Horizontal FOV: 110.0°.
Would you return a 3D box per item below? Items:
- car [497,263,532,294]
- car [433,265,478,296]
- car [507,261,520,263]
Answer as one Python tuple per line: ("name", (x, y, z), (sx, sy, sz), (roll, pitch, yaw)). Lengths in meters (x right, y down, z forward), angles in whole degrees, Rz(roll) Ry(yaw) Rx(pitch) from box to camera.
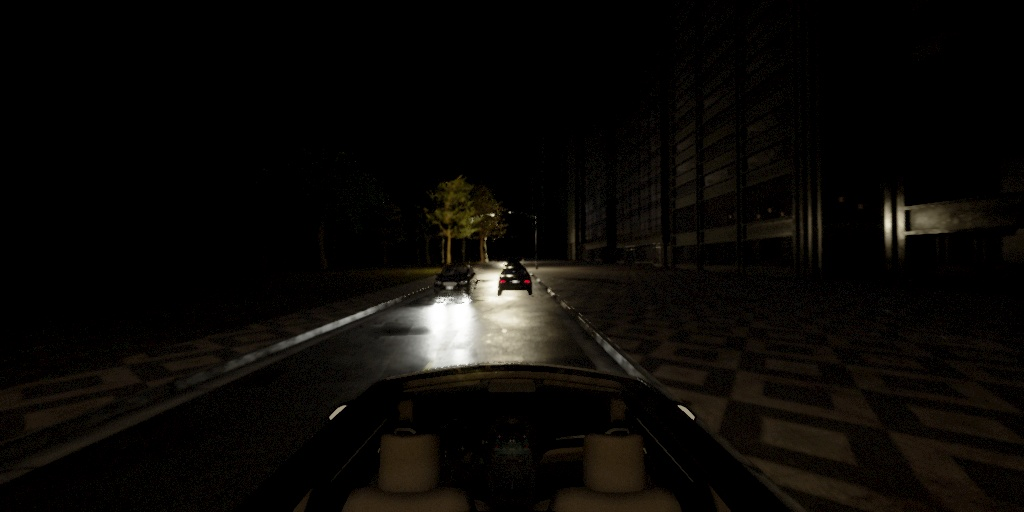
("car", (0.145, 1.290, 19.970), (2.033, 1.411, 5.357), (0, 0, 0))
("car", (-2.965, 1.247, 19.506), (2.128, 1.511, 4.902), (0, 0, 0))
("car", (0.165, 1.225, 37.098), (1.837, 1.490, 4.892), (0, 0, 0))
